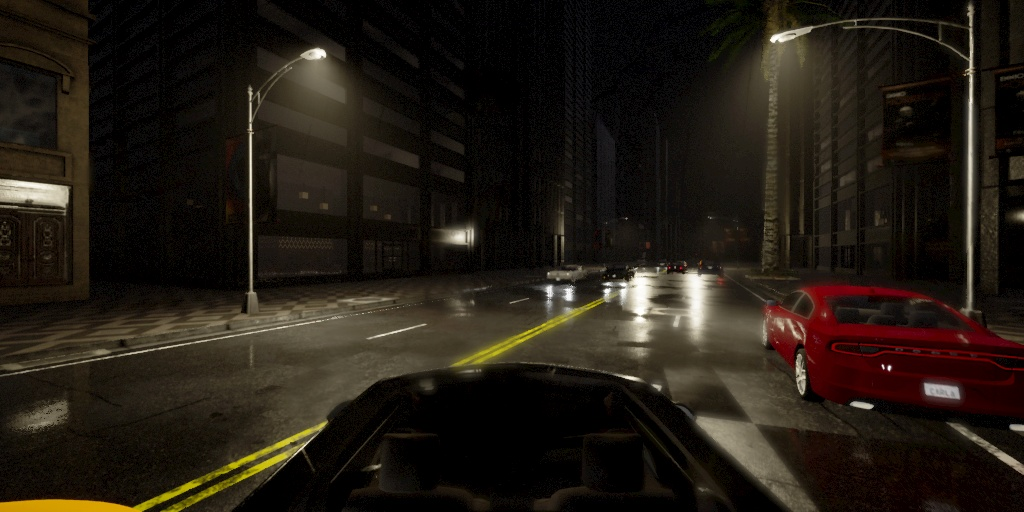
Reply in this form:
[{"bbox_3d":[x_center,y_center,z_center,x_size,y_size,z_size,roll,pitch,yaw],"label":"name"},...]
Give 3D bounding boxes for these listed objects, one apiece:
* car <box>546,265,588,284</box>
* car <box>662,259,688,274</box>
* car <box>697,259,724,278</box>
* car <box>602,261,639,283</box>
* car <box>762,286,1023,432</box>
[{"bbox_3d":[4.275,1.358,27.449,1.895,1.301,4.718,0,0,27],"label":"car"},{"bbox_3d":[18.656,1.317,40.748,2.033,1.411,5.357,0,0,27],"label":"car"},{"bbox_3d":[19.295,1.118,34.925,2.097,1.767,4.553,0,0,27],"label":"car"},{"bbox_3d":[8.579,1.323,28.712,1.994,1.385,4.181,0,0,27],"label":"car"},{"bbox_3d":[5.514,1.228,5.852,1.882,1.535,5.008,0,0,27],"label":"car"}]
